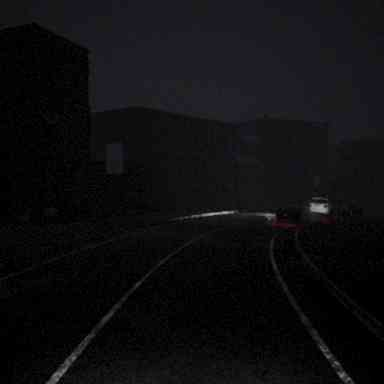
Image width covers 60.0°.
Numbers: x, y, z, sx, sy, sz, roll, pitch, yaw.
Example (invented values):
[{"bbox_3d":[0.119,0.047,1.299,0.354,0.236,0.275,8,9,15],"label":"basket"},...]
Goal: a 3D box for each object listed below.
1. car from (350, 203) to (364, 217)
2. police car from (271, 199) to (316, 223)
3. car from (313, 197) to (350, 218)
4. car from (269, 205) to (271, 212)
[{"bbox_3d":[18.611,2.083,39.416,4.892,1.490,1.837,3,2,-40],"label":"car"},{"bbox_3d":[8.700,1.638,28.172,1.930,1.638,5.238,3,1,32],"label":"police car"},{"bbox_3d":[14.488,1.636,35.550,2.150,2.045,5.566,4,2,44],"label":"car"},{"bbox_3d":[10.564,1.636,37.848,2.128,1.511,4.902,4,2,43],"label":"car"}]
